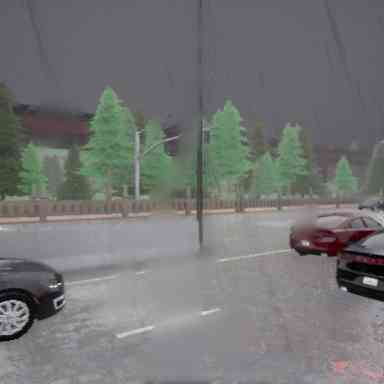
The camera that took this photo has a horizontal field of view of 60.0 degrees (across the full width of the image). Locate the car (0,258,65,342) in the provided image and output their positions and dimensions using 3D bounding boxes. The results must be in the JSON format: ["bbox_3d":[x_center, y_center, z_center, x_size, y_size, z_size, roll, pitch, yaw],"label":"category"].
[{"bbox_3d":[-4.458,1.501,4.869,4.892,1.490,1.837,0,0,-35],"label":"car"}]

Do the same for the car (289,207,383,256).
[{"bbox_3d":[5.670,1.502,12.105,5.008,1.535,1.882,0,0,-35],"label":"car"}]

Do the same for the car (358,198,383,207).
[{"bbox_3d":[22.750,1.563,41.736,4.892,1.490,1.837,0,0,-35],"label":"car"}]

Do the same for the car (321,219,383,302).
[{"bbox_3d":[5.297,1.499,7.545,5.008,1.535,1.882,0,0,-35],"label":"car"}]
